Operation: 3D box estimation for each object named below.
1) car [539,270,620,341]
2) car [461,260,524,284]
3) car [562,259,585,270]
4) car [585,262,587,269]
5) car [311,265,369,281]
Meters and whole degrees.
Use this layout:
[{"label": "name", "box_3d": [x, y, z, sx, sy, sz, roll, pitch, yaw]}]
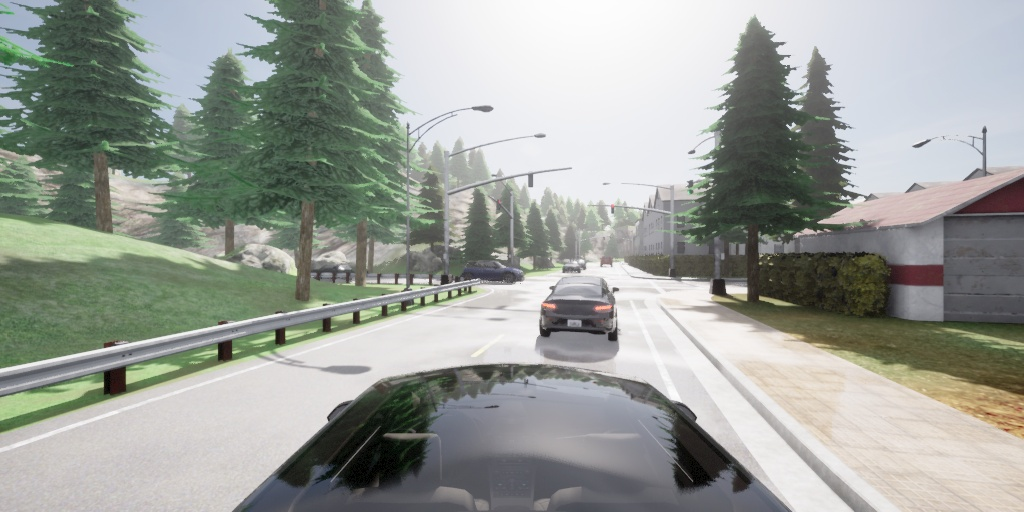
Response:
[{"label": "car", "box_3d": [1.939, 1.276, 9.902, 1.812, 1.442, 4.674, 0, 0, 15]}, {"label": "car", "box_3d": [-1.416, 1.111, 26.496, 4.553, 1.767, 2.097, 0, 0, 10]}, {"label": "car", "box_3d": [7.270, 1.314, 43.184, 1.994, 1.385, 4.181, 0, 0, 15]}, {"label": "car", "box_3d": [9.956, 1.241, 52.873, 2.128, 1.511, 4.902, 0, 0, 16]}, {"label": "car", "box_3d": [-14.241, 1.366, 29.721, 4.718, 1.301, 1.895, 0, 0, 15]}]
